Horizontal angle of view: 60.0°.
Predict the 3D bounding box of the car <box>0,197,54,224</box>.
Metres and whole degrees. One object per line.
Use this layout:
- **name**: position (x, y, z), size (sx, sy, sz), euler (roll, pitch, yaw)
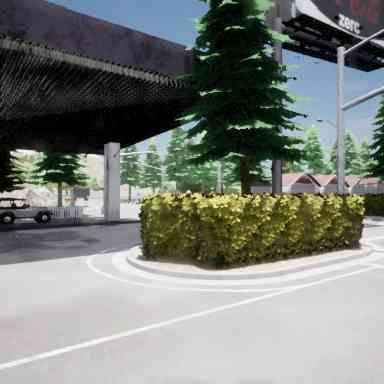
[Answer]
- **car**: position (-11.983, 1.313, 23.471), size (3.866, 1.878, 1.905), euler (0, 0, -36)
